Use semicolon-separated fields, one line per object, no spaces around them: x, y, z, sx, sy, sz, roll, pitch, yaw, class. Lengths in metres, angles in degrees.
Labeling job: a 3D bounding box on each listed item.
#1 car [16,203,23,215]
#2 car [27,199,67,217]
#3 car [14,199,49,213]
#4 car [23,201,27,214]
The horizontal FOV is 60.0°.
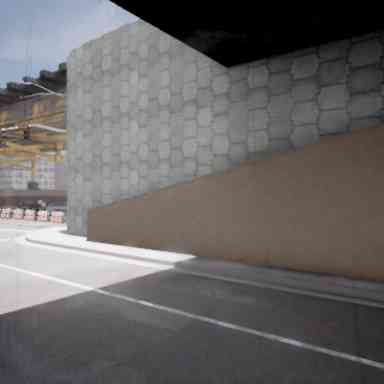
-15.311;1.464;32.032;2.038;1.542;4.974;0;0;-10;car
-11.569;1.305;29.272;4.536;1.218;1.853;0;0;0;car
-15.320;1.306;32.084;1.853;1.218;4.536;0;0;-10;car
-11.621;1.462;29.272;4.974;1.542;2.038;0;0;0;car
